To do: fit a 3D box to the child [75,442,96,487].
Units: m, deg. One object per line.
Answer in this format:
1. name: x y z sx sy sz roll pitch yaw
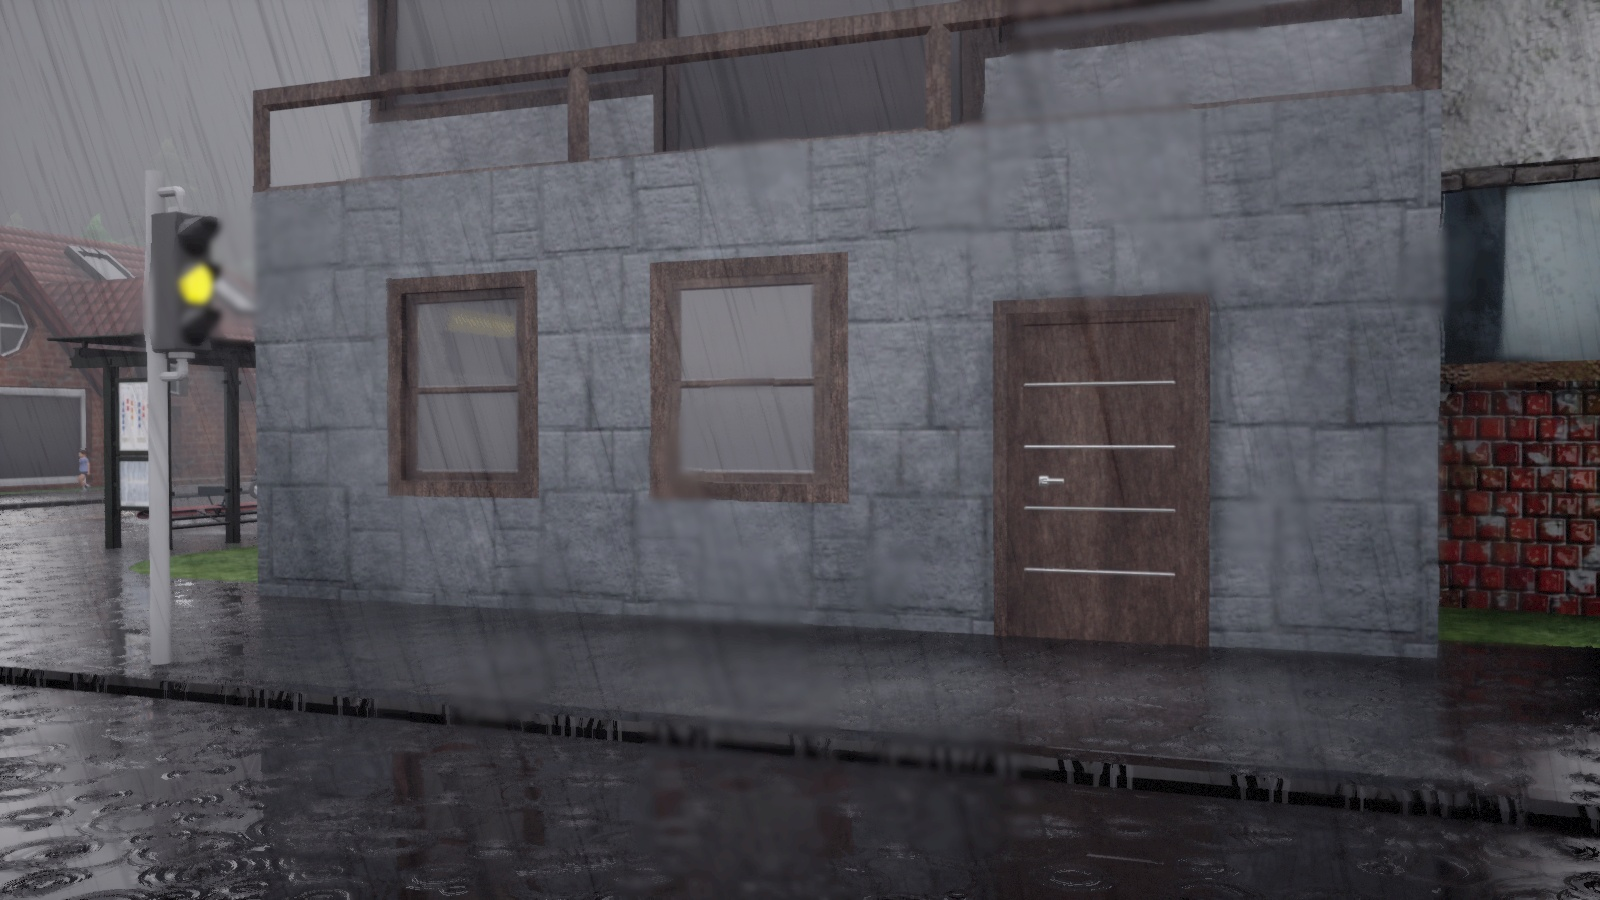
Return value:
1. child: -17.854 0.347 31.379 0.255 1.110 0.394 1 1 31
